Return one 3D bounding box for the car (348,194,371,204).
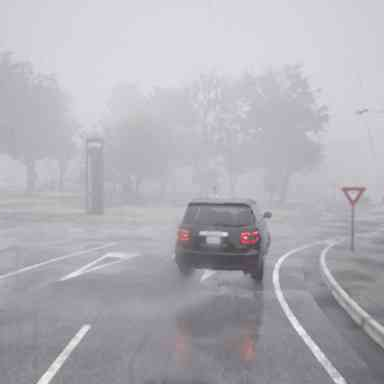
[{"bbox_3d":[24.661,0.980,48.956,4.902,1.511,2.128,0,1,-42],"label":"car"}]

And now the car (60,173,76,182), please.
[{"bbox_3d":[-31.075,-3.438,87.156,2.231,1.521,4.892,7,6,28],"label":"car"}]

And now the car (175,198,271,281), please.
[{"bbox_3d":[1.158,1.185,10.120,2.150,2.045,5.566,0,0,14],"label":"car"}]

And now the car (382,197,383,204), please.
[{"bbox_3d":[30.216,1.119,49.369,5.008,1.535,1.882,2,1,-35],"label":"car"}]

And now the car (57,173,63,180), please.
[{"bbox_3d":[-33.072,-3.749,89.430,2.002,1.452,4.674,7,6,28],"label":"car"}]
